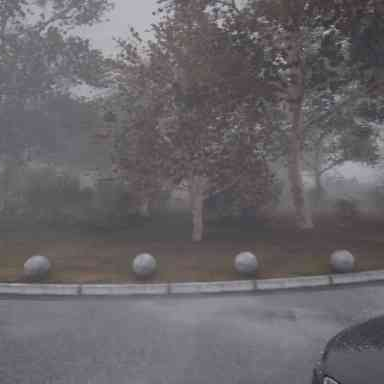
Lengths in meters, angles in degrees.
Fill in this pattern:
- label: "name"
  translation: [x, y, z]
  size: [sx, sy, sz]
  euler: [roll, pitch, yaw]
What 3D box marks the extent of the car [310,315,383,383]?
- label: "car"
  translation: [3.477, 1.472, 3.075]
  size: [4.892, 1.490, 1.837]
  euler: [-1, 0, -16]
